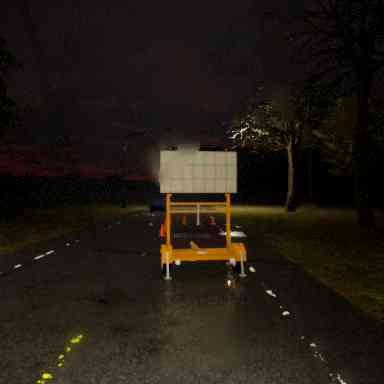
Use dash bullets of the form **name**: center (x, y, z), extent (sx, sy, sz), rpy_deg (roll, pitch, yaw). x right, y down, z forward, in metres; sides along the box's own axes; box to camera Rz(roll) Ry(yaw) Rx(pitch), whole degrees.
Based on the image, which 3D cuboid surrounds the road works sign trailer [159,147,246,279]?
- **road works sign trailer**: center (0.177, 0.461, 10.104), extent (2.380, 3.560, 2.880), rpy_deg (0, 0, -8)

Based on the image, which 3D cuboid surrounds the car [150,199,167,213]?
- **car**: center (-3.567, 1.492, 37.120), extent (1.882, 1.535, 5.008), rpy_deg (0, 0, 0)
